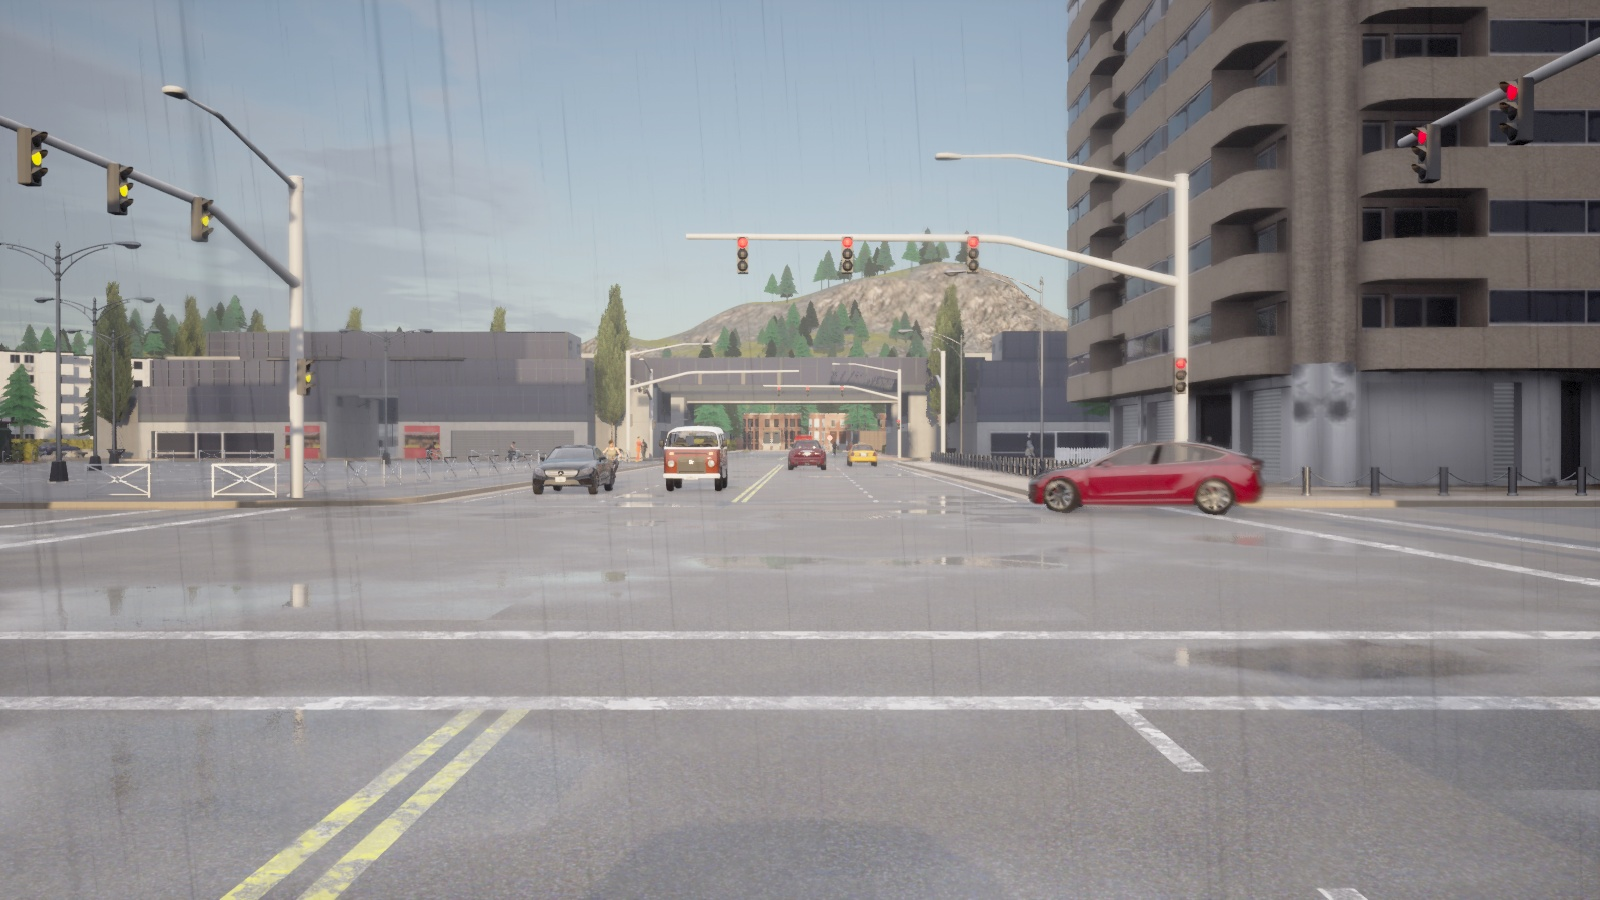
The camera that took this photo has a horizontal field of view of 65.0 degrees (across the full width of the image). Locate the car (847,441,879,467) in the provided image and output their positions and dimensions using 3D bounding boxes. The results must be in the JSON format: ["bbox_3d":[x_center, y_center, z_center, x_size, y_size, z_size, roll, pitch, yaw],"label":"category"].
[{"bbox_3d":[3.962,0.236,80.183,1.801,1.575,5.366,0,0,0],"label":"car"}]

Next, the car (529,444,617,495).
[{"bbox_3d":[-6.774,0.553,37.914,1.812,1.442,4.674,0,0,0],"label":"car"}]

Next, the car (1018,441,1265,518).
[{"bbox_3d":[7.163,0.571,26.273,4.792,1.488,2.163,0,0,20],"label":"car"}]

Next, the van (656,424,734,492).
[{"bbox_3d":[-3.262,0.242,39.909,2.069,2.038,4.480,0,0,0],"label":"van"}]

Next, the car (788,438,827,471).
[{"bbox_3d":[0.404,0.211,69.817,2.097,1.767,4.553,0,0,0],"label":"car"}]
